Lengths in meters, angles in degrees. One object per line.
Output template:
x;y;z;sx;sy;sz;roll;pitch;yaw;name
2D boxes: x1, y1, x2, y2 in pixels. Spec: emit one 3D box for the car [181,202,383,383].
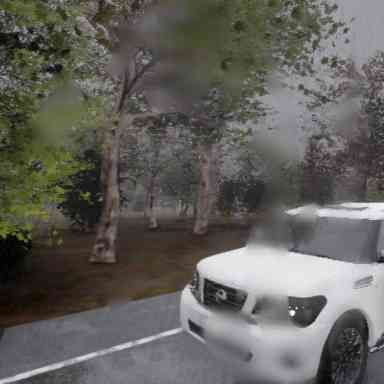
2.505;1.227;5.476;5.566;2.045;2.150;0;0;-36;car
